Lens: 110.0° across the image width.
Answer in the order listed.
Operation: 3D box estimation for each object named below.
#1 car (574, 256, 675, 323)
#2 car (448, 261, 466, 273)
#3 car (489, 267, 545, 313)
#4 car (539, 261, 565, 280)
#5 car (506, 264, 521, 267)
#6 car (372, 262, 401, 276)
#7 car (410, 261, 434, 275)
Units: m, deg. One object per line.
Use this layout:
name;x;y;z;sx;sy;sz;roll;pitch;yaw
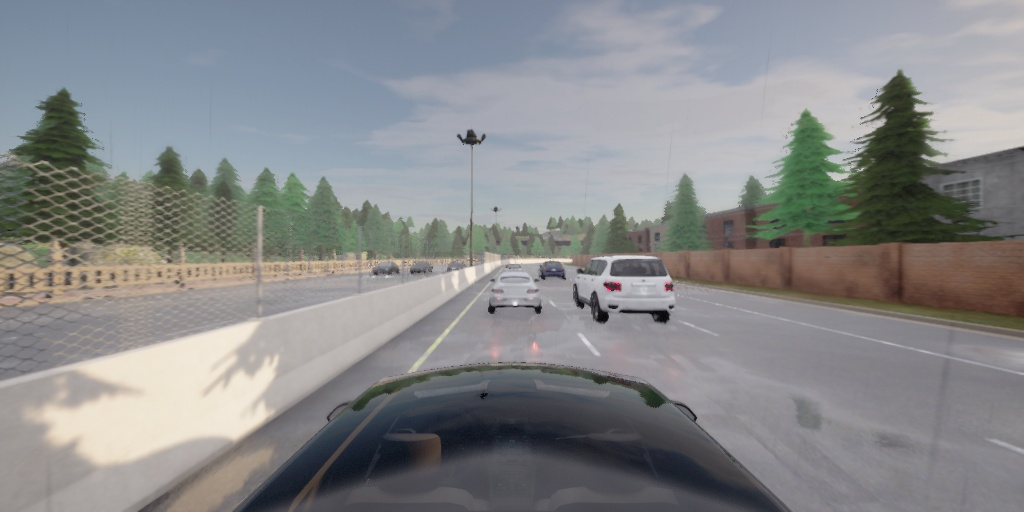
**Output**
car;3.606;1.016;12.489;2.150;2.045;5.566;0;0;0
car;-6.967;1.401;45.725;2.128;1.511;4.902;0;0;0
car;0.107;1.322;14.152;1.812;1.442;4.674;0;0;0
car;3.625;1.222;33.224;2.097;1.767;4.553;0;0;0
car;0.128;1.483;37.444;1.895;1.301;4.718;0;0;0
car;-14.022;1.403;40.272;1.812;1.442;4.674;0;0;1
car;-10.506;1.395;42.139;1.837;1.490;4.892;0;-1;1
